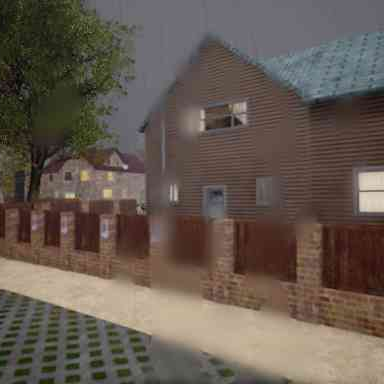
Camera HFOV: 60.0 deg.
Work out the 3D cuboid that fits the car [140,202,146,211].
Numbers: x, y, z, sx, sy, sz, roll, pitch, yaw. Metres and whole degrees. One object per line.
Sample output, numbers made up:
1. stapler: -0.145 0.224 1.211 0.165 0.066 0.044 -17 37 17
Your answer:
1. car: -3.926 1.343 37.759 1.837 1.490 4.892 -1 0 30
